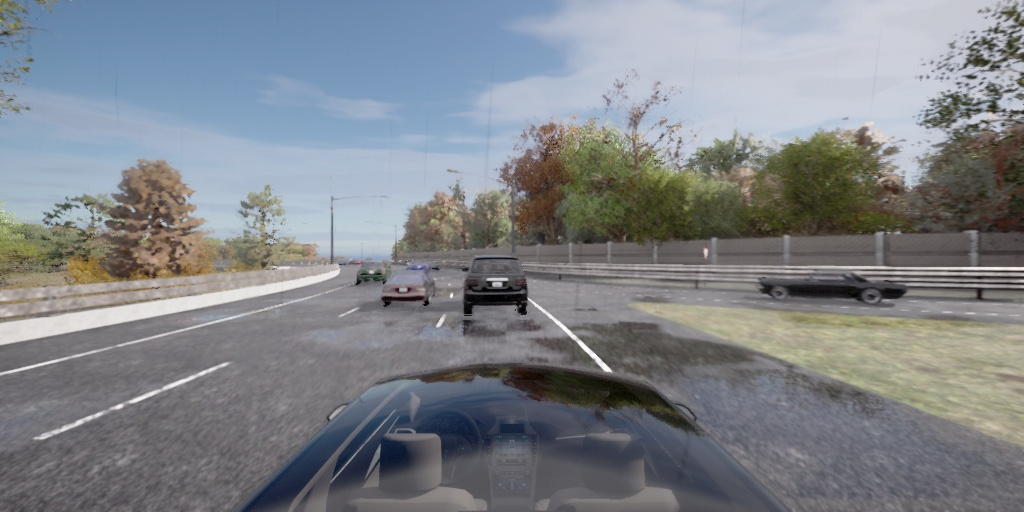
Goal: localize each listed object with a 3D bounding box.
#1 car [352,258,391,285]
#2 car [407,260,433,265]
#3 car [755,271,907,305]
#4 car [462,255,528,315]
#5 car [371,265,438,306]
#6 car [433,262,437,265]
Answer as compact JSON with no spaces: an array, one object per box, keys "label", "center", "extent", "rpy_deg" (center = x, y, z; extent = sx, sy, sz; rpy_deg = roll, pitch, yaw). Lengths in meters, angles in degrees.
[{"label":"car","center":[-10.272,1.162,27.015],"extent":[2.097,1.767,4.553],"rpy_deg":[0,0,-13]},{"label":"car","center":[-10.092,1.164,38.446],"extent":[2.097,1.767,4.553],"rpy_deg":[0,0,-19]},{"label":"car","center":[13.311,1.282,15.445],"extent":[4.718,1.301,1.895],"rpy_deg":[0,0,31]},{"label":"car","center":[-0.740,0.978,13.812],"extent":[2.150,2.045,5.566],"rpy_deg":[0,0,-6]},{"label":"car","center":[-4.452,1.325,15.966],"extent":[2.033,1.411,5.357],"rpy_deg":[0,0,-8]},{"label":"car","center":[-11.926,1.388,51.321],"extent":[1.994,1.385,4.181],"rpy_deg":[0,0,-26]}]
